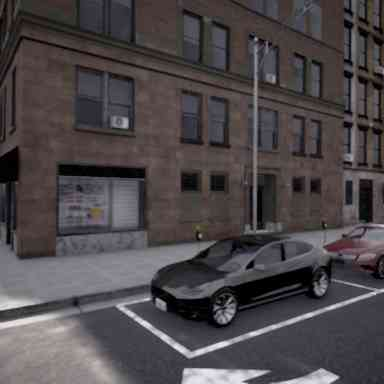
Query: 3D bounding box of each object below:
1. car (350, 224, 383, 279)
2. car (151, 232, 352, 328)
[{"bbox_3d":[5.727,1.680,10.278,4.206,1.307,1.802,1,0,-36],"label":"car"},{"bbox_3d":[1.236,1.612,7.072,4.313,1.339,1.947,1,0,-36],"label":"car"}]
